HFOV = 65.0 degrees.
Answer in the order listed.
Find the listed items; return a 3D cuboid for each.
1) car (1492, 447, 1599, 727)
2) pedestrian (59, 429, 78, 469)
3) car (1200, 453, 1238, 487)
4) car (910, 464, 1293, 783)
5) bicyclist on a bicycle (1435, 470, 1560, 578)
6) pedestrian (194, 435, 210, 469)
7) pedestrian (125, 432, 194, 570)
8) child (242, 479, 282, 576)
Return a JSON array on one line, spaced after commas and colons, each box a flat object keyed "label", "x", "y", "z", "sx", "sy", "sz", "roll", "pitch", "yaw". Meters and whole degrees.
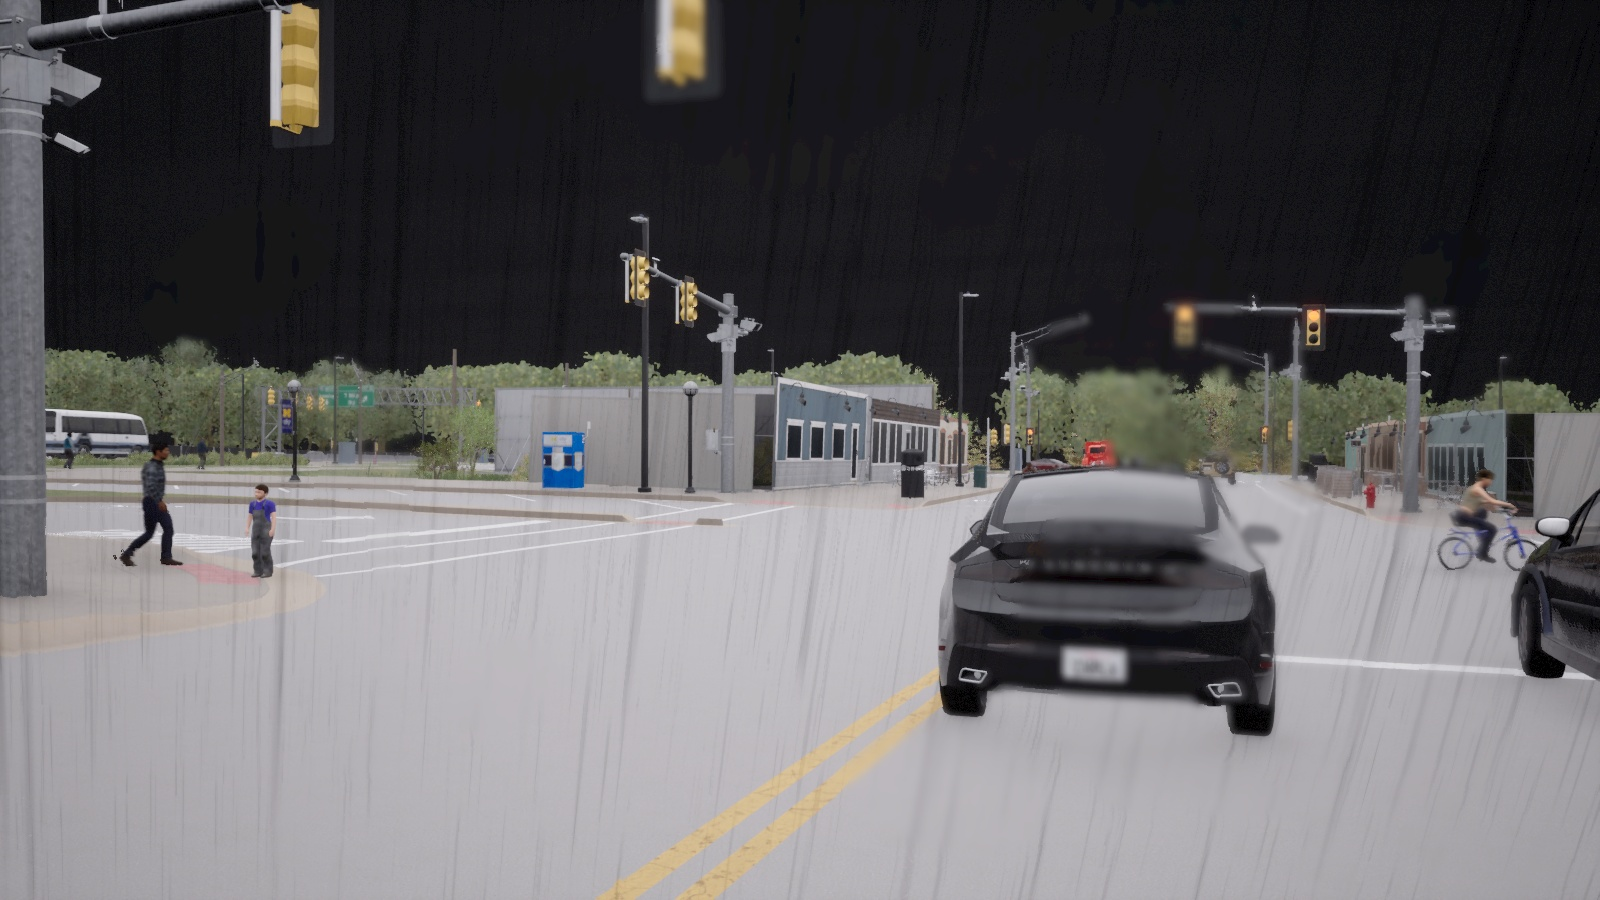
[{"label": "car", "x": 5.806, "y": 0.822, "z": 7.885, "sx": 1.851, "sy": 1.617, "sz": 3.988, "roll": 1, "pitch": -1, "yaw": 18}, {"label": "pedestrian", "x": -35.276, "y": -0.040, "z": 60.585, "sx": 0.396, "sy": 1.930, "sz": 0.692, "roll": 1, "pitch": 1, "yaw": 17}, {"label": "car", "x": 23.680, "y": 1.097, "z": 71.104, "sx": 1.932, "sy": 1.855, "sz": 4.605, "roll": 1, "pitch": 0, "yaw": 17}, {"label": "car", "x": 2.155, "y": 0.886, "z": 8.577, "sx": 1.837, "sy": 1.490, "sz": 4.892, "roll": 1, "pitch": -1, "yaw": 17}, {"label": "bicyclist on a bicycle", "x": 10.896, "y": 1.131, "z": 19.679, "sx": 1.509, "sy": 1.612, "sz": 0.866, "roll": 1, "pitch": 0, "yaw": 12}, {"label": "pedestrian", "x": -32.696, "y": 0.106, "z": 68.660, "sx": 0.402, "sy": 1.842, "sz": 0.726, "roll": 1, "pitch": 1, "yaw": 20}, {"label": "pedestrian", "x": -9.144, "y": 0.721, "z": 17.939, "sx": 0.788, "sy": 1.949, "sz": 0.423, "roll": 0, "pitch": 1, "yaw": -10}, {"label": "child", "x": -7.189, "y": 1.024, "z": 16.794, "sx": 0.270, "sy": 1.263, "sz": 0.437, "roll": 1, "pitch": 1, "yaw": 16}]
